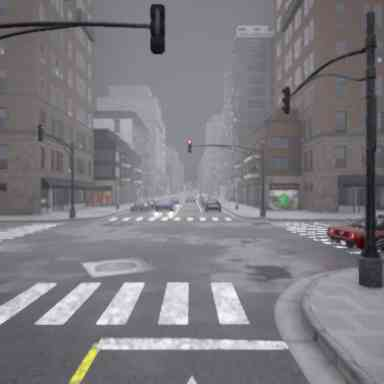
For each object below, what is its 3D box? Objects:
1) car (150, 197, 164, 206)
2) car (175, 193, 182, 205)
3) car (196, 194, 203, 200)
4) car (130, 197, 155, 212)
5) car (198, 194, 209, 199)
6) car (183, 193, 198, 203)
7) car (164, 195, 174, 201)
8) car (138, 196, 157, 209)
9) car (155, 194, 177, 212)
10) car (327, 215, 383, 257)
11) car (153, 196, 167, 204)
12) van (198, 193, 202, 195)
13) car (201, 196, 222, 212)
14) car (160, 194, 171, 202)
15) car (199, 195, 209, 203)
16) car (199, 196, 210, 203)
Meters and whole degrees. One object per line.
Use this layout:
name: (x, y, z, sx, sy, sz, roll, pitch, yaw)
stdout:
car: (-5.684, 1.482, 53.974, 1.802, 1.307, 4.206, 0, 0, 0)
car: (-3.105, 1.404, 56.001, 1.837, 1.490, 4.892, 0, 0, 1)
car: (1.964, 1.410, 91.403, 1.812, 1.442, 4.674, 0, 0, 0)
car: (-5.699, 1.362, 37.442, 1.967, 1.590, 4.097, 0, 0, 0)
car: (2.341, 1.466, 53.967, 1.947, 1.339, 4.313, 0, 0, 0)
car: (-0.286, 1.456, 64.999, 1.994, 1.385, 4.181, 0, 0, 0)
car: (-5.660, 1.437, 81.528, 2.008, 1.369, 4.403, 0, 0, 0)
car: (-5.694, 1.354, 42.952, 1.967, 1.590, 4.097, 0, 0, 0)
car: (-3.155, 1.398, 38.571, 1.882, 1.535, 5.008, 0, 1, 0)
car: (7.627, 1.517, 12.205, 4.718, 1.301, 1.895, 0, 0, -8)
car: (-5.679, 1.446, 59.485, 2.008, 1.369, 4.403, 0, 0, 0)
van: (2.346, 1.236, 59.477, 1.690, 1.788, 3.998, 0, 0, 0)
car: (2.326, 1.488, 37.434, 1.947, 1.339, 4.313, 0, 0, 0)
car: (-5.670, 1.329, 70.506, 1.967, 1.590, 4.097, 0, 0, 0)
car: (2.336, 1.488, 48.457, 1.802, 1.307, 4.206, 0, 0, 0)
car: (2.350, 1.442, 64.988, 2.008, 1.369, 4.403, 0, 0, 0)
